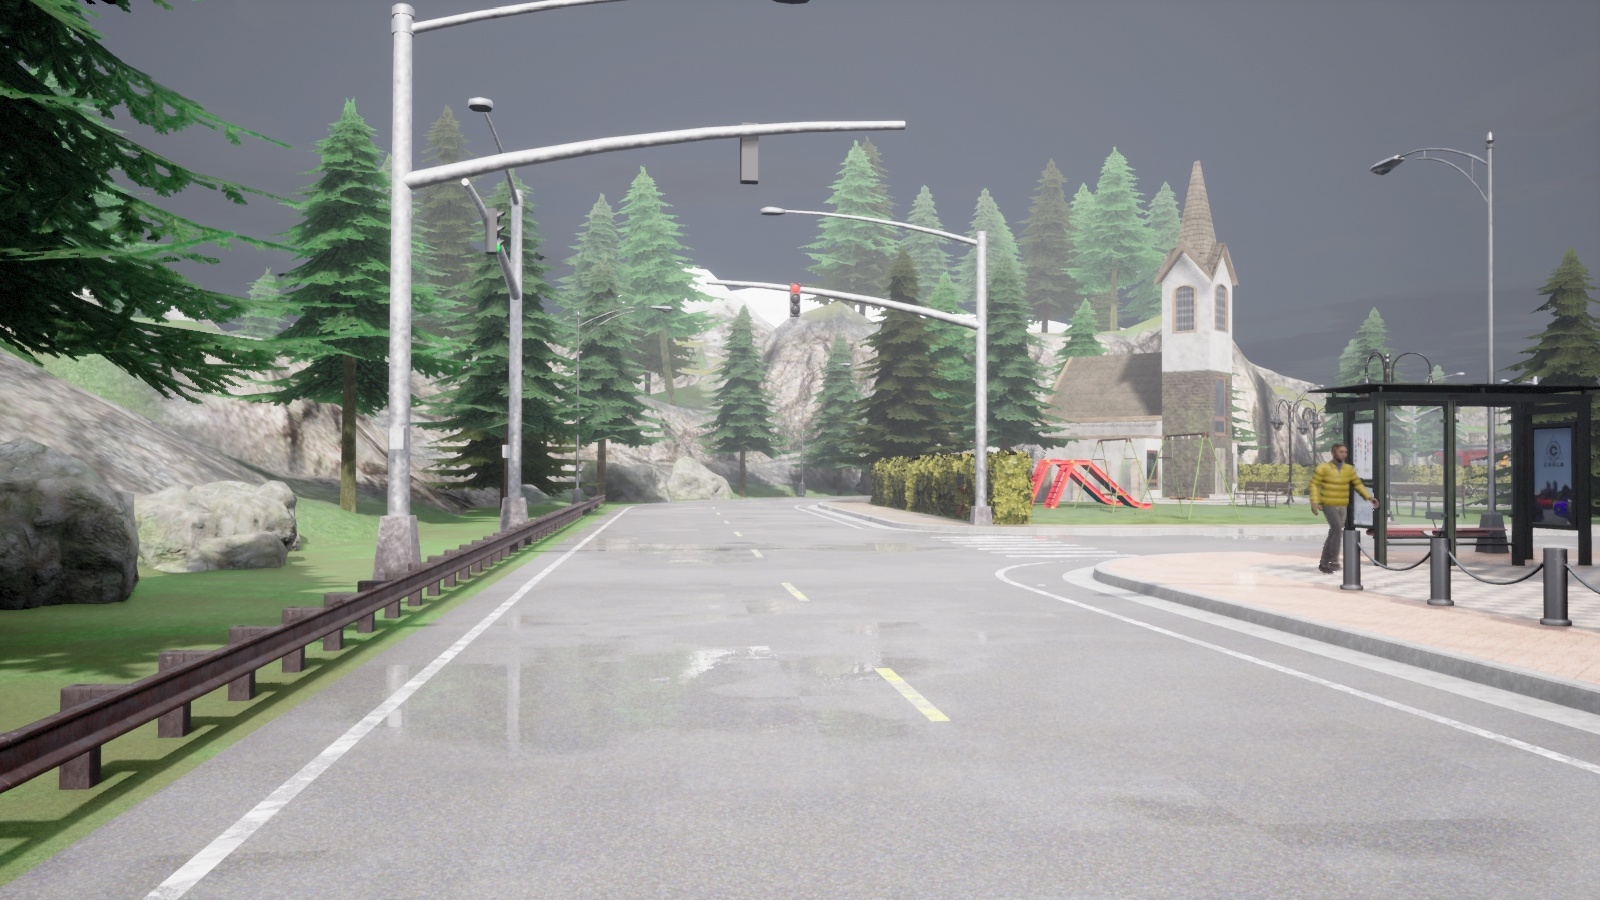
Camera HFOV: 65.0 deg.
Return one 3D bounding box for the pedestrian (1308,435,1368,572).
[{"bbox_3d":[7.376,0.725,17.250,0.431,1.840,0.709,0,-1,-8],"label":"pedestrian"}]
